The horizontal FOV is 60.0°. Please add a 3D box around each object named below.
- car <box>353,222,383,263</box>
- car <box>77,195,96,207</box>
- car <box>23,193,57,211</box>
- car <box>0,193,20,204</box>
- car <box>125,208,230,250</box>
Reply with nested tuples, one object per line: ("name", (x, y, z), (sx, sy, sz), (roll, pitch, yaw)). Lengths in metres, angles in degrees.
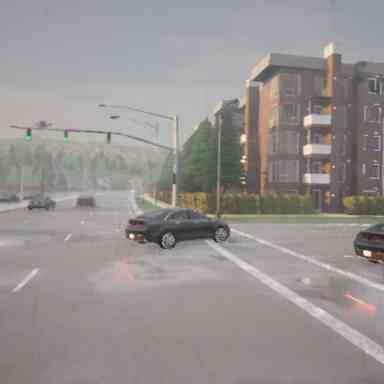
("car", (7.498, 1.599, 10.399), (4.892, 1.490, 1.837), (1, -2, -14))
("car", (-13.053, 1.056, 41.247), (1.882, 1.535, 5.008), (1, 0, -11))
("car", (-15.119, 1.121, 33.688), (2.033, 1.411, 5.357), (1, 0, -12))
("car", (-26.012, 0.861, 46.988), (2.033, 1.411, 5.357), (1, 0, -10))
("car", (-0.430, 1.435, 14.087), (4.892, 1.490, 1.837), (1, -2, -41))
